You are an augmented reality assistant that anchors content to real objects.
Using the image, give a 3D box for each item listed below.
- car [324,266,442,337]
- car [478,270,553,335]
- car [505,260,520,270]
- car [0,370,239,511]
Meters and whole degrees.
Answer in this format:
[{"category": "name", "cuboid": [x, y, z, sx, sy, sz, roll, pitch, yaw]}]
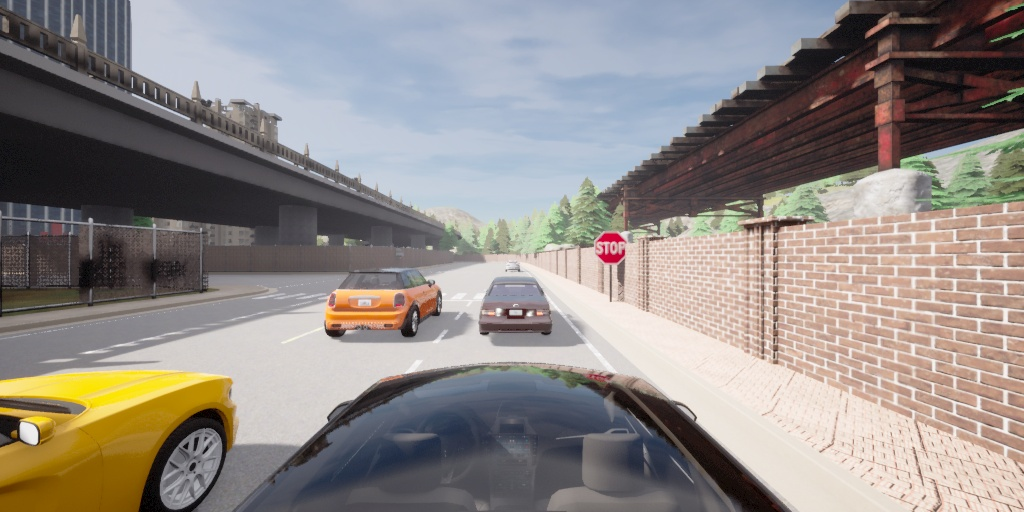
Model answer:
[{"category": "car", "cuboid": [-3.420, 1.102, 10.443, 2.097, 1.767, 4.553, 0, 0, 0]}, {"category": "car", "cuboid": [0.081, 1.297, 10.464, 2.033, 1.411, 5.357, 0, 0, 0]}, {"category": "car", "cuboid": [0.083, 1.276, 46.330, 1.812, 1.442, 4.674, 0, 0, -1]}, {"category": "car", "cuboid": [-3.398, 1.228, 1.186, 1.882, 1.535, 5.008, 0, 0, 0]}]
